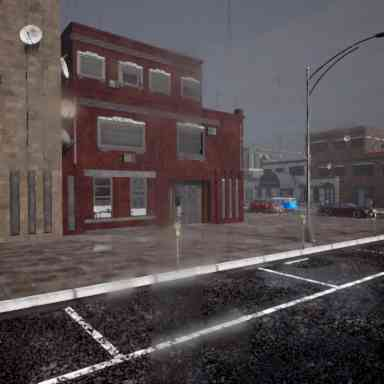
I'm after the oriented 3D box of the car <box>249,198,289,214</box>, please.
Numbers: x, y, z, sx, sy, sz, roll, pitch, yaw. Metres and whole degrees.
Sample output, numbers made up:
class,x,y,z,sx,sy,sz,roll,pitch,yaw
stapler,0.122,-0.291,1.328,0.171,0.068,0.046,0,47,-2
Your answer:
class,x,y,z,sx,sy,sz,roll,pitch,yaw
car,9.433,1.744,42.264,2.097,1.767,4.553,-1,0,-38

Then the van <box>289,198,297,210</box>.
class,x,y,z,sx,sy,sz,roll,pitch,yaw
van,12.875,1.705,47.255,1.690,1.788,3.998,-2,0,-38

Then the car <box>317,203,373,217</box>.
class,x,y,z,sx,sy,sz,roll,pitch,yaw
car,15.684,1.794,34.180,2.033,1.411,5.357,-1,0,-37
